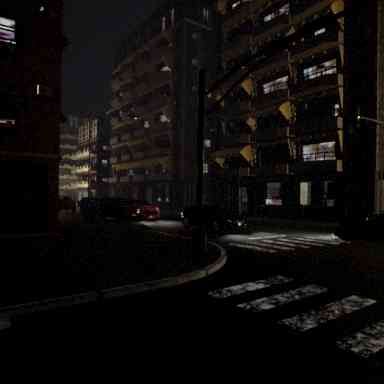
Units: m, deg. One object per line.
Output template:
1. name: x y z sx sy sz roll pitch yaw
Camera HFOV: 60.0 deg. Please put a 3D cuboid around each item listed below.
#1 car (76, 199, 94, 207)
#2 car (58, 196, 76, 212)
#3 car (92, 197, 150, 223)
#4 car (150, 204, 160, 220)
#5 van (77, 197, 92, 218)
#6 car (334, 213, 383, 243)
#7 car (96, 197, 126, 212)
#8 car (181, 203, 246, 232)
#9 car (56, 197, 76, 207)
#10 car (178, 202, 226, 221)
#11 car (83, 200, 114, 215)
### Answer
1. car: -18.448 1.866 57.293 1.802 1.307 4.206 1 -1 -35
2. car: -15.209 1.368 39.091 2.192 1.841 5.009 1 -1 -35
3. car: -5.543 1.310 25.439 2.192 1.841 5.009 1 -1 -35
4. car: -4.541 1.404 28.296 2.097 1.767 4.553 1 -1 -35
5. van: -8.766 1.354 29.989 1.690 1.788 3.998 1 -1 -35
6. car: 8.603 1.622 14.824 1.994 1.385 4.181 1 -1 -35
7. car: -10.159 1.514 41.333 2.097 1.767 4.553 1 -1 -35
8. car: 1.190 1.527 20.251 1.837 1.490 4.892 1 -1 -36
9. car: -22.014 1.721 58.059 1.882 1.535 5.008 2 -2 -36
10. car: 0.785 1.686 30.130 1.752 1.417 4.829 1 -1 -35
11. car: -10.250 1.650 36.360 1.994 1.385 4.181 1 -1 -35
